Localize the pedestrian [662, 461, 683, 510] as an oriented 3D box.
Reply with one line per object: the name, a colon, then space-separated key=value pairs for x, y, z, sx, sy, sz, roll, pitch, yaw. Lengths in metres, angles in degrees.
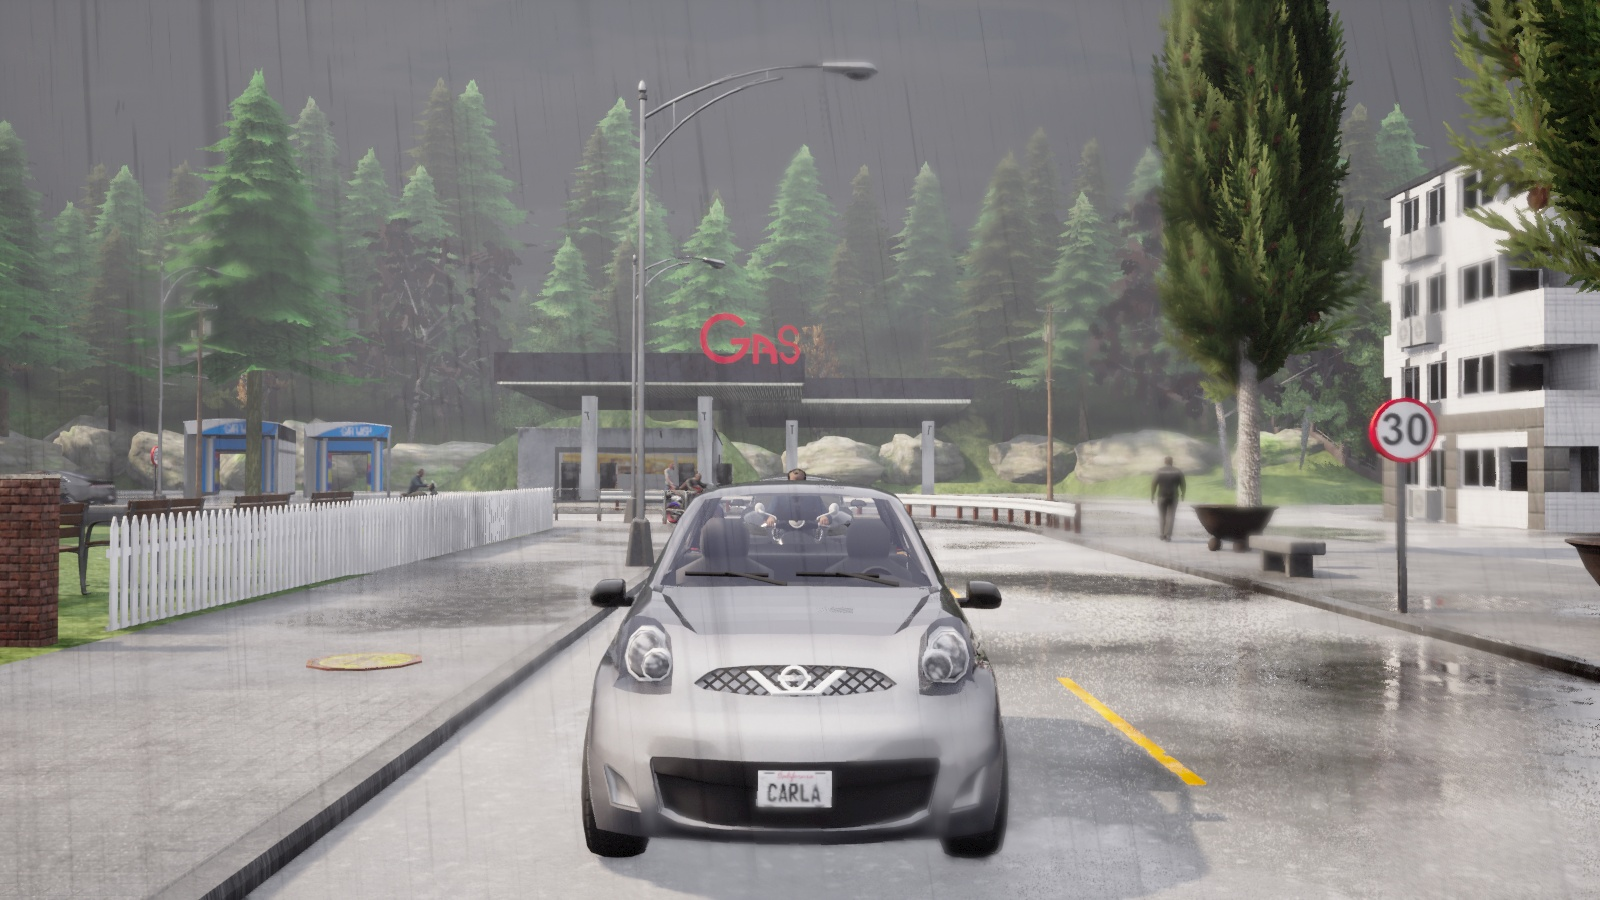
pedestrian: x=-4.818 y=1.336 z=47.309 sx=0.706 sy=1.836 sz=0.354 roll=-1 pitch=-1 yaw=31

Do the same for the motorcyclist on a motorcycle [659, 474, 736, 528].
motorcyclist on a motorcycle: x=-3.003 y=1.477 z=36.641 sx=2.191 sy=1.530 sz=0.866 roll=-1 pitch=-1 yaw=36

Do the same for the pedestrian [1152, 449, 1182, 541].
pedestrian: x=7.656 y=0.933 z=26.220 sx=0.563 sy=1.883 sz=0.849 roll=0 pitch=-1 yaw=15

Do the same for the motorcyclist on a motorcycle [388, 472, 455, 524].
motorcyclist on a motorcycle: x=-11.685 y=1.465 z=38.828 sx=1.817 sy=1.590 sz=0.866 roll=0 pitch=-1 yaw=0

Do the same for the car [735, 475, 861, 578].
car: x=-0.031 y=1.168 z=20.811 sx=1.837 sy=1.490 sz=4.892 roll=0 pitch=-1 yaw=0

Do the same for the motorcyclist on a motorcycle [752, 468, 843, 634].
motorcyclist on a motorcycle: x=-0.025 y=0.986 z=12.971 sx=0.866 sy=1.590 sz=1.817 roll=0 pitch=-1 yaw=0

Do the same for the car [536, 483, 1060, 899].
car: x=-0.011 y=0.933 z=6.254 sx=1.845 sy=1.501 sz=3.633 roll=0 pitch=-1 yaw=0

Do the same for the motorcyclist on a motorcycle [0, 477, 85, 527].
motorcyclist on a motorcycle: x=-23.434 y=1.593 z=38.780 sx=2.191 sy=1.530 sz=0.866 roll=0 pitch=-1 yaw=0

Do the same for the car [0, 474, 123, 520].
car: x=-26.076 y=1.593 z=42.770 sx=4.902 sy=1.511 sz=2.128 roll=0 pitch=-1 yaw=0
